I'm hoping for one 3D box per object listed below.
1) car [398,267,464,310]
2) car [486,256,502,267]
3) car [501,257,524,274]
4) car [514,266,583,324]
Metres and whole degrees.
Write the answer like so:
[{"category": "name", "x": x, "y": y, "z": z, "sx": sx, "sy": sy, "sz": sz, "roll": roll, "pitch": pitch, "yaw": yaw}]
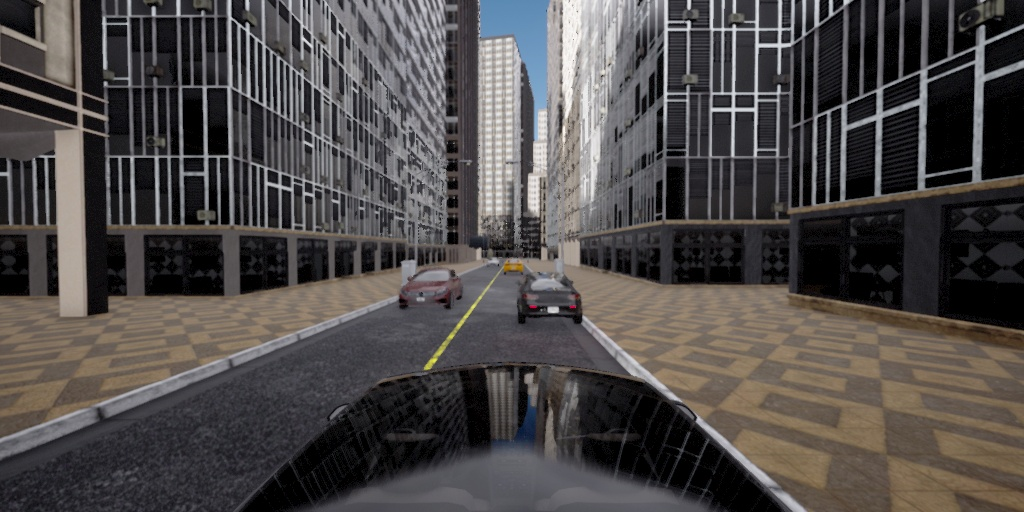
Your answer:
[{"category": "car", "x": -3.062, "y": 1.199, "z": 14.388, "sx": 1.812, "sy": 1.442, "sz": 4.674, "roll": 0, "pitch": 0, "yaw": 0}, {"category": "car", "x": -2.918, "y": 0.975, "z": 55.730, "sx": 1.812, "sy": 1.442, "sz": 4.674, "roll": 0, "pitch": 0, "yaw": 0}, {"category": "car", "x": 0.168, "y": 1.024, "z": 37.060, "sx": 1.882, "sy": 1.535, "sz": 5.008, "roll": 0, "pitch": 0, "yaw": 1}, {"category": "car", "x": 1.079, "y": 1.216, "z": 11.603, "sx": 1.812, "sy": 1.442, "sz": 4.674, "roll": 0, "pitch": 0, "yaw": 0}]
